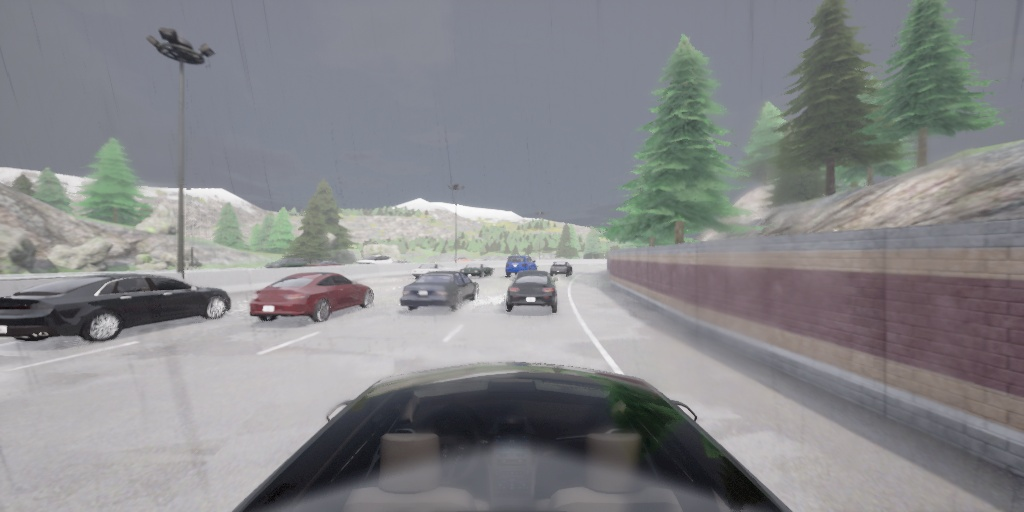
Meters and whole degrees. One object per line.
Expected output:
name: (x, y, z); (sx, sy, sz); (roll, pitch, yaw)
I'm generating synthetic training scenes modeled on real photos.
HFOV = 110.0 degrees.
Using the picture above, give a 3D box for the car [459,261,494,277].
car: (-3.102, 1.340, 32.695); (1.895, 1.301, 4.718); (0, 0, 13)

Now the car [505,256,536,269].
car: (0.937, 0.974, 34.484); (2.150, 2.045, 5.566); (0, 0, 14)

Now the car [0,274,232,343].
car: (-10.051, 1.223, 9.567); (1.837, 1.490, 4.892); (0, 0, 3)

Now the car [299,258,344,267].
car: (-22.381, 1.279, 42.750); (1.895, 1.301, 4.718); (0, 0, 15)

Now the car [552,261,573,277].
car: (5.024, 1.257, 36.104); (2.128, 1.511, 4.902); (0, 0, 15)

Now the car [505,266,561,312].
car: (0.845, 1.278, 14.176); (1.812, 1.442, 4.674); (0, 0, 6)

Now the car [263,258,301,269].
car: (-26.254, 1.016, 41.656); (2.097, 1.767, 4.553); (0, 0, 15)

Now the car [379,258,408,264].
car: (-14.333, 1.268, 45.262); (1.994, 1.385, 4.181); (0, 0, 17)

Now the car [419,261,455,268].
car: (-6.933, 1.328, 31.644); (1.895, 1.301, 4.718); (0, 0, 12)

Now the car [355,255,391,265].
car: (-17.693, 0.917, 46.310); (2.150, 2.045, 5.566); (0, 0, 17)

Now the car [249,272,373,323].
car: (-6.382, 1.255, 11.936); (1.812, 1.442, 4.674); (0, 0, 4)

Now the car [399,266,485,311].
car: (-2.680, 1.289, 14.395); (2.033, 1.411, 5.357); (0, 0, 6)
